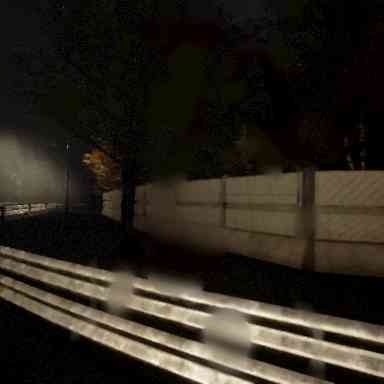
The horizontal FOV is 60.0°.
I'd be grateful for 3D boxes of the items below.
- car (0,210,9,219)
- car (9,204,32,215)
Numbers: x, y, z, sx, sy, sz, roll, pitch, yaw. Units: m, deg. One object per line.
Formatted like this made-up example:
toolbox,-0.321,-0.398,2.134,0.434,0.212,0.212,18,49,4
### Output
car,-19.245,2.003,31.202,1.895,1.301,4.718,1,-1,-13
car,-22.062,2.230,42.936,1.895,1.301,4.718,1,-1,-13
